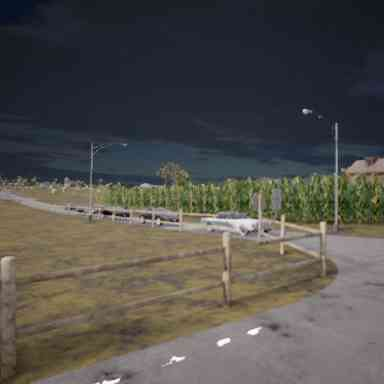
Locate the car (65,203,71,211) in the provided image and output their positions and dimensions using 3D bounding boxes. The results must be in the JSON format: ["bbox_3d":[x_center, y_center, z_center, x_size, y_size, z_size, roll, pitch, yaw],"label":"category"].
[{"bbox_3d":[-21.193,2.582,59.185,1.994,1.385,4.181,3,-1,-35],"label":"car"}]

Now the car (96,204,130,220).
[{"bbox_3d":[-8.245,2.175,35.849,1.882,1.535,5.008,3,-3,-35],"label":"car"}]

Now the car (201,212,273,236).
[{"bbox_3d":[2.677,1.908,20.511,1.895,1.301,4.718,3,-3,-37],"label":"car"}]

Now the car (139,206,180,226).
[{"bbox_3d":[-2.764,2.009,28.116,1.837,1.490,4.892,3,-3,-35],"label":"car"}]

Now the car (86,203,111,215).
[{"bbox_3d":[-13.660,2.473,48.565,1.882,1.535,5.008,3,-2,-35],"label":"car"}]

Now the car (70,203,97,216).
[{"bbox_3d":[-13.950,2.346,43.943,2.128,1.511,4.902,3,-2,-35],"label":"car"}]
